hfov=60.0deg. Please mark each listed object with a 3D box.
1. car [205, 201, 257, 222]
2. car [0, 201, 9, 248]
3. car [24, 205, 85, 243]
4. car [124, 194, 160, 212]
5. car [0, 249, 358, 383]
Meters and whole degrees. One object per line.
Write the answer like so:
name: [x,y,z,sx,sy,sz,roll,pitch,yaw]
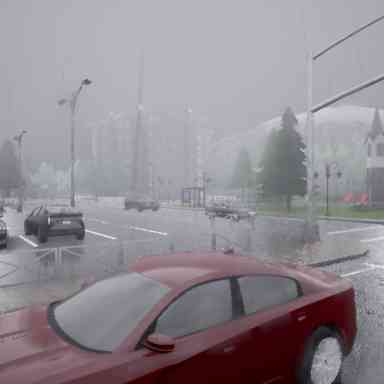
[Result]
car: [3.010,1.491,26.344,2.128,1.511,4.902,0,0,-36]
car: [-8.884,1.331,13.426,2.152,1.636,5.027,0,0,-36]
car: [-6.372,1.340,15.306,2.007,1.523,4.514,0,0,-36]
car: [-5.916,1.218,38.454,2.150,2.045,5.566,0,1,-37]
car: [-0.211,1.477,3.684,5.008,1.535,1.882,0,0,-34]
